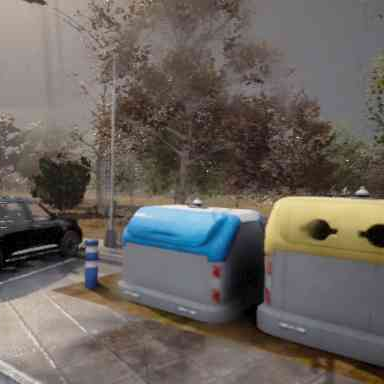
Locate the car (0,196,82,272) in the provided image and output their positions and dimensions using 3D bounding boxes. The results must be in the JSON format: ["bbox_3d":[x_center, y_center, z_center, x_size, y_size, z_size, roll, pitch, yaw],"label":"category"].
[{"bbox_3d":[-5.535,1.172,9.809,2.435,2.045,5.566,0,-1,14],"label":"car"}]
